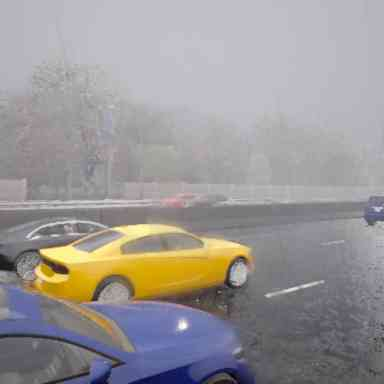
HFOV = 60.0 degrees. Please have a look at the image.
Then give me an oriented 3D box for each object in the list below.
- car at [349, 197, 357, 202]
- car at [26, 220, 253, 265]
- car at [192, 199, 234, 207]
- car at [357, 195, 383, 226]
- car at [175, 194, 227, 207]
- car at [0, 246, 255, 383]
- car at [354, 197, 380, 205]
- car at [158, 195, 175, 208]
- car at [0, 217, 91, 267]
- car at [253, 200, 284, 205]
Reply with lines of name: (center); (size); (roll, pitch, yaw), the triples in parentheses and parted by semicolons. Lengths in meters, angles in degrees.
car: (26.766, 1.570, 53.078); (4.892, 1.490, 1.837); (-2, 1, -35)
car: (-0.759, 1.478, 7.502); (5.008, 1.535, 1.882); (0, 0, -36)
car: (2.660, 1.609, 31.682); (4.718, 1.301, 1.895); (0, 0, -35)
car: (13.621, 1.233, 22.063); (5.566, 2.045, 2.150); (0, 0, -36)
car: (1.425, 1.230, 35.098); (5.566, 2.045, 2.150); (0, 0, -35)
car: (-1.580, 1.526, 2.620); (4.674, 1.442, 1.812); (0, 0, -35)
car: (32.392, 1.637, 61.373); (5.357, 1.411, 2.033); (0, 0, -36)
car: (-1.094, 1.230, 37.600); (5.566, 2.045, 2.150); (0, 0, -36)
car: (-3.433, 1.492, 9.894); (4.902, 1.511, 2.128); (0, 0, -36)
car: (6.771, 1.503, 30.311); (4.902, 1.511, 2.128); (0, 0, -35)
